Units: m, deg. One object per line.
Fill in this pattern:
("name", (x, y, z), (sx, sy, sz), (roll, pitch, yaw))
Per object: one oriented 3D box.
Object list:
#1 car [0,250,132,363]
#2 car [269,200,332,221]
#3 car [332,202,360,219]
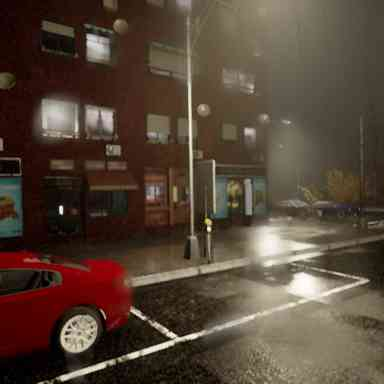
("car", (-3.048, 1.545, 4.400), (4.507, 1.381, 1.887), (-1, 0, -35))
("car", (8.283, 1.431, 27.017), (2.128, 1.511, 4.902), (-2, 1, -33))
("car", (11.582, 1.460, 27.952), (1.895, 1.301, 4.718), (-2, 1, -35))
